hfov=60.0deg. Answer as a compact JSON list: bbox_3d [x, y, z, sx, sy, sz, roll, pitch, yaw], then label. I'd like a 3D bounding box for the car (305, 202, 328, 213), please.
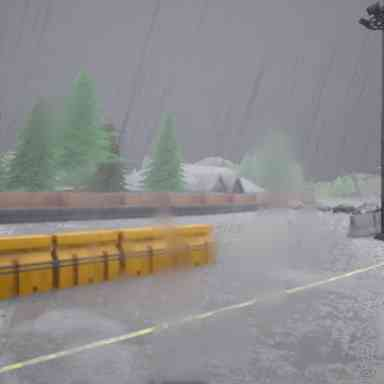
[{"bbox_3d":[17.303,2.042,44.725,1.994,1.385,4.181,0,-1,39],"label":"car"}]

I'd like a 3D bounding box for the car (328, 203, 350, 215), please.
[{"bbox_3d":[18.841,2.055,41.051,1.895,1.301,4.718,0,-1,40],"label":"car"}]

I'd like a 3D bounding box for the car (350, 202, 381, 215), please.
[{"bbox_3d":[19.441,1.907,36.366,2.128,1.511,4.902,0,-1,41],"label":"car"}]

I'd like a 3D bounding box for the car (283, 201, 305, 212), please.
[{"bbox_3d":[14.555,2.007,46.876,1.812,1.442,4.674,0,-1,39],"label":"car"}]
